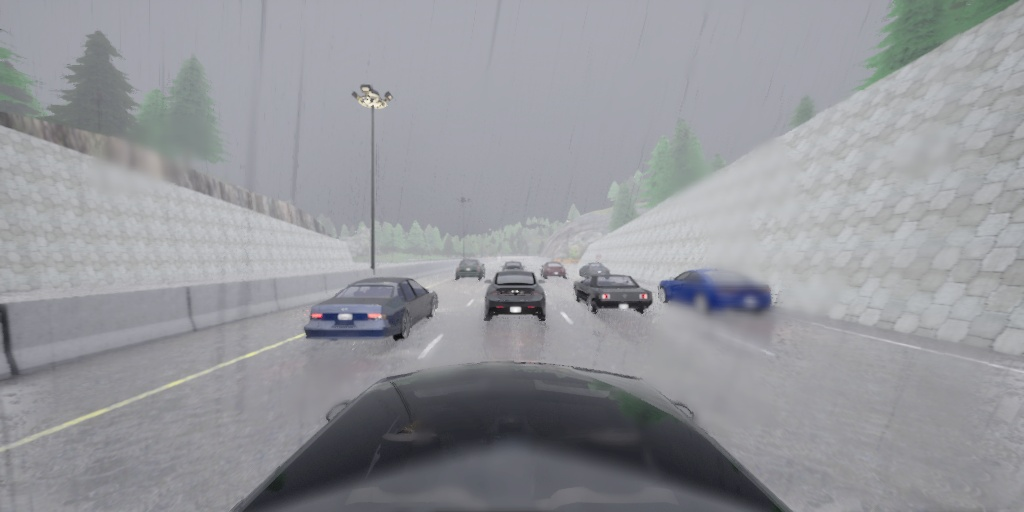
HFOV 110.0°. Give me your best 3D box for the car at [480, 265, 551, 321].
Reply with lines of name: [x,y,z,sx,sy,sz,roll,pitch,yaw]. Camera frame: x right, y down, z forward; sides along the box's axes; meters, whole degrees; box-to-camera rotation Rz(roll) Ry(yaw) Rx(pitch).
car: [0.100,1.234,12.403,1.837,1.490,4.892,0,0,0]

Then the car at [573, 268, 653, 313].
car: [3.600,1.327,13.745,1.895,1.301,4.718,0,0,0]

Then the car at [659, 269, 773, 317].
car: [7.100,1.205,13.141,1.882,1.535,5.008,0,0,0]

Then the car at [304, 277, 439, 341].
car: [-3.400,1.282,9.813,2.033,1.411,5.357,0,0,0]

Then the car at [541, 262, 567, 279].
car: [3.587,1.217,31.414,1.812,1.442,4.674,0,0,0]

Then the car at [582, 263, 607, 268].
car: [7.100,1.256,31.049,1.994,1.385,4.181,0,0,0]

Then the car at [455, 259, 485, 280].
car: [-3.399,1.047,29.995,2.097,1.767,4.553,0,0,0]

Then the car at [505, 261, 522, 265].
car: [0.100,1.199,30.293,1.837,1.490,4.892,0,0,0]
